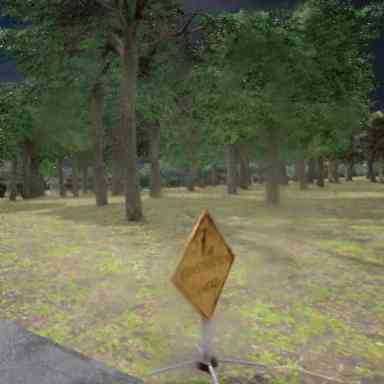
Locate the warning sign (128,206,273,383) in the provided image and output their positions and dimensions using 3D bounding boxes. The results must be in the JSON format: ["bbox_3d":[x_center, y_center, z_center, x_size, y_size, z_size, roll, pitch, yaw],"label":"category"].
[{"bbox_3d":[0.146,1.125,3.809,1.060,1.860,1.300,-1,0,36],"label":"warning sign"}]
